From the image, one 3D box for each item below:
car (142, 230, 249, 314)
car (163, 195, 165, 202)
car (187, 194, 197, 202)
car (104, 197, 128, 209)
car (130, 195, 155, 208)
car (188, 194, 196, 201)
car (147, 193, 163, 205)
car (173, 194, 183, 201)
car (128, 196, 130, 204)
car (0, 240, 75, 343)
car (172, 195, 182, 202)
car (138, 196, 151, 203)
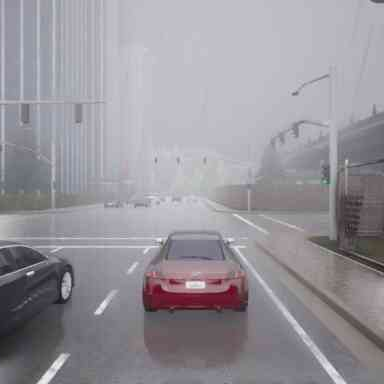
[{"bbox_3d":[0.070,1.564,7.708,1.994,1.385,4.181,0,0,0],"label":"car"},{"bbox_3d":[-7.018,1.490,74.382,1.837,1.490,4.892,0,0,0],"label":"car"},{"bbox_3d":[-0.018,1.517,74.614,1.812,1.442,4.674,0,0,0],"label":"car"},{"bbox_3d":[-10.603,1.491,45.382,2.128,1.511,4.902,0,0,0],"label":"car"},{"bbox_3d":[-7.100,1.547,48.008,2.033,1.411,5.357,0,0,0],"label":"car"},{"bbox_3d":[-0.021,1.359,84.723,1.837,1.490,4.892,0,0,0],"label":"car"},{"bbox_3d":[-7.083,1.219,59.647,2.150,2.045,5.566,0,0,0],"label":"car"},{"bbox_3d":[-3.521,1.385,84.722,2.128,1.511,4.902,0,0,0],"label":"car"},{"bbox_3d":[-10.584,1.505,59.003,1.837,1.490,4.892,0,0,0],"label":"car"},{"bbox_3d":[-3.443,1.505,5.251,1.837,1.490,4.892,0,0,0],"label":"car"},{"bbox_3d":[-3.518,1.494,74.298,1.837,1.490,4.892,0,0,0],"label":"car"},{"bbox_3d":[-10.518,1.538,73.515,2.033,1.411,5.357,0,0,0],"label":"car"}]
